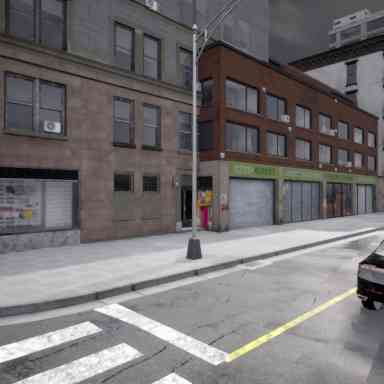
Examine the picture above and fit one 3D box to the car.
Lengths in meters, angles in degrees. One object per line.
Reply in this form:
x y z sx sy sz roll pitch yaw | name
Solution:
5.017 1.497 6.800 4.902 1.511 2.128 0 0 -44 | car
